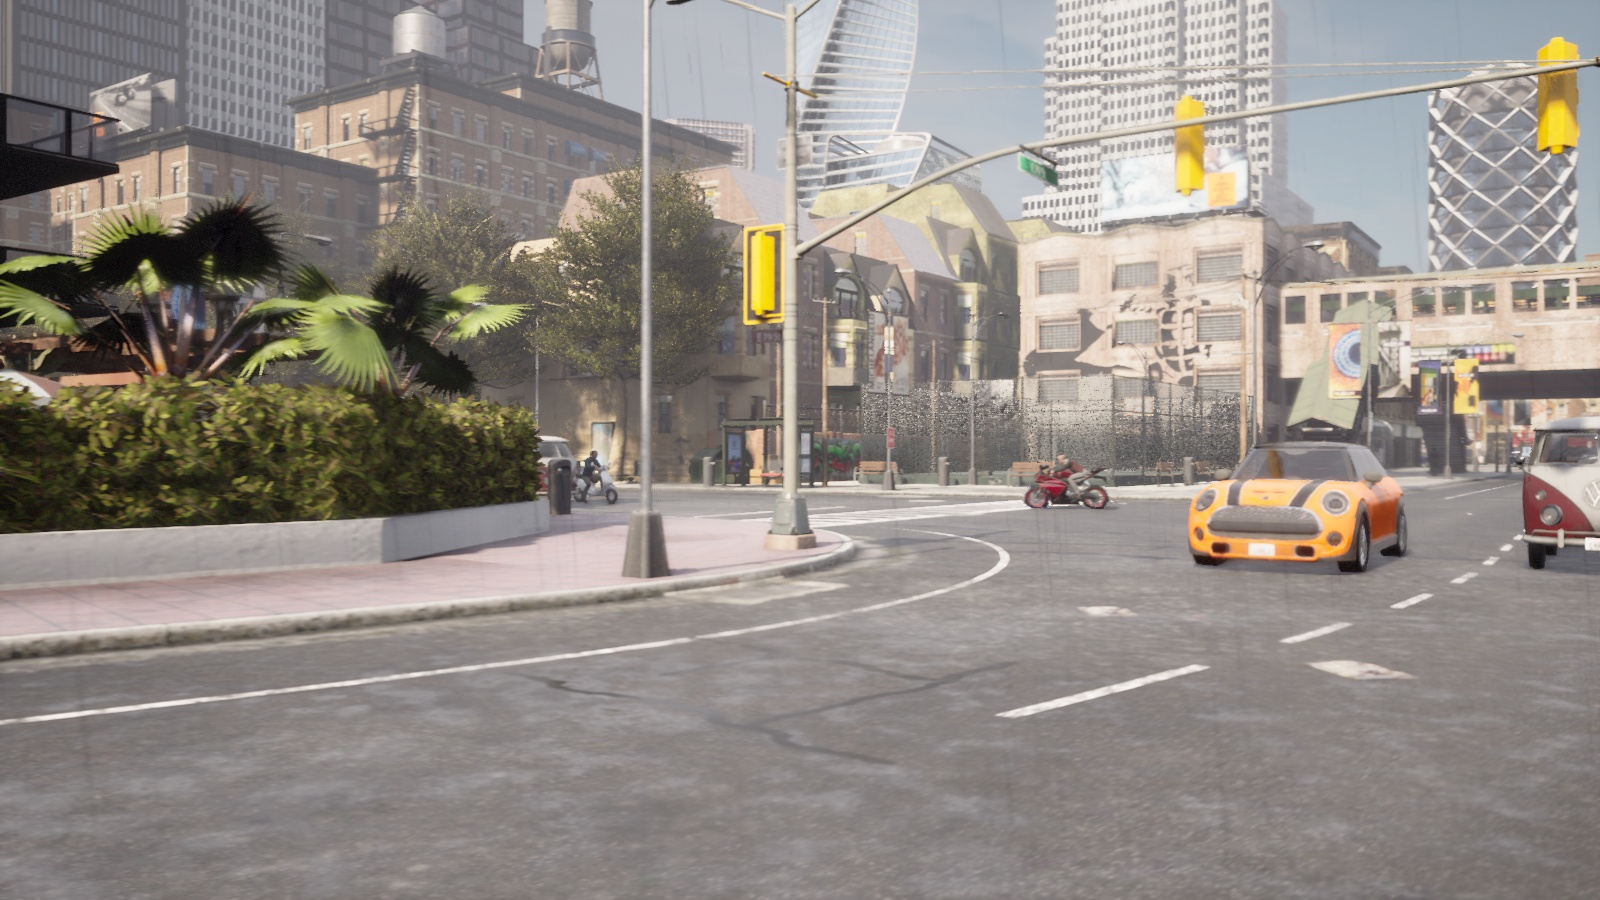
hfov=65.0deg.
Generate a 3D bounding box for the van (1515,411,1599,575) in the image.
[{"bbox_3d":[10.910,0.523,17.002,1.775,1.987,4.442,0,0,34],"label":"van"}]

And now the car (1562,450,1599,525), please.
[{"bbox_3d":[17.142,0.748,26.161,1.970,1.475,3.806,0,0,34],"label":"car"}]

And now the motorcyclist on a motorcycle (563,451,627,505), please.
[{"bbox_3d":[-6.244,0.834,38.192,1.817,1.590,0.866,0,0,33],"label":"motorcyclist on a motorcycle"}]

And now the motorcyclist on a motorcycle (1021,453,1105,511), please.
[{"bbox_3d":[7.155,0.868,34.129,2.191,1.530,0.866,0,-1,14],"label":"motorcyclist on a motorcycle"}]

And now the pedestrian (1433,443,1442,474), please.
[{"bbox_3d":[40.625,0.547,80.060,0.402,1.930,0.666,0,0,36],"label":"pedestrian"}]

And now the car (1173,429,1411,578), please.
[{"bbox_3d":[6.923,0.640,17.365,2.097,1.767,4.553,0,0,34],"label":"car"}]

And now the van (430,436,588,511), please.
[{"bbox_3d":[-8.212,0.630,35.308,4.442,1.987,1.775,0,0,34],"label":"van"}]
